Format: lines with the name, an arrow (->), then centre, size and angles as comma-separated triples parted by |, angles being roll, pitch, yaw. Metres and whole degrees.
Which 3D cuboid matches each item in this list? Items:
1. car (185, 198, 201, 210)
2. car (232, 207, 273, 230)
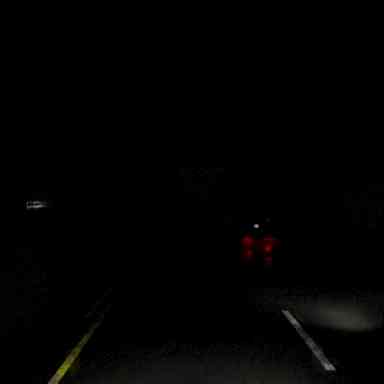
car -> 0.106, 1.471, 42.888 | 1.882, 1.535, 5.008 | 0, 0, 0
car -> 3.603, 1.598, 20.800 | 1.895, 1.301, 4.718 | 0, 0, 0
